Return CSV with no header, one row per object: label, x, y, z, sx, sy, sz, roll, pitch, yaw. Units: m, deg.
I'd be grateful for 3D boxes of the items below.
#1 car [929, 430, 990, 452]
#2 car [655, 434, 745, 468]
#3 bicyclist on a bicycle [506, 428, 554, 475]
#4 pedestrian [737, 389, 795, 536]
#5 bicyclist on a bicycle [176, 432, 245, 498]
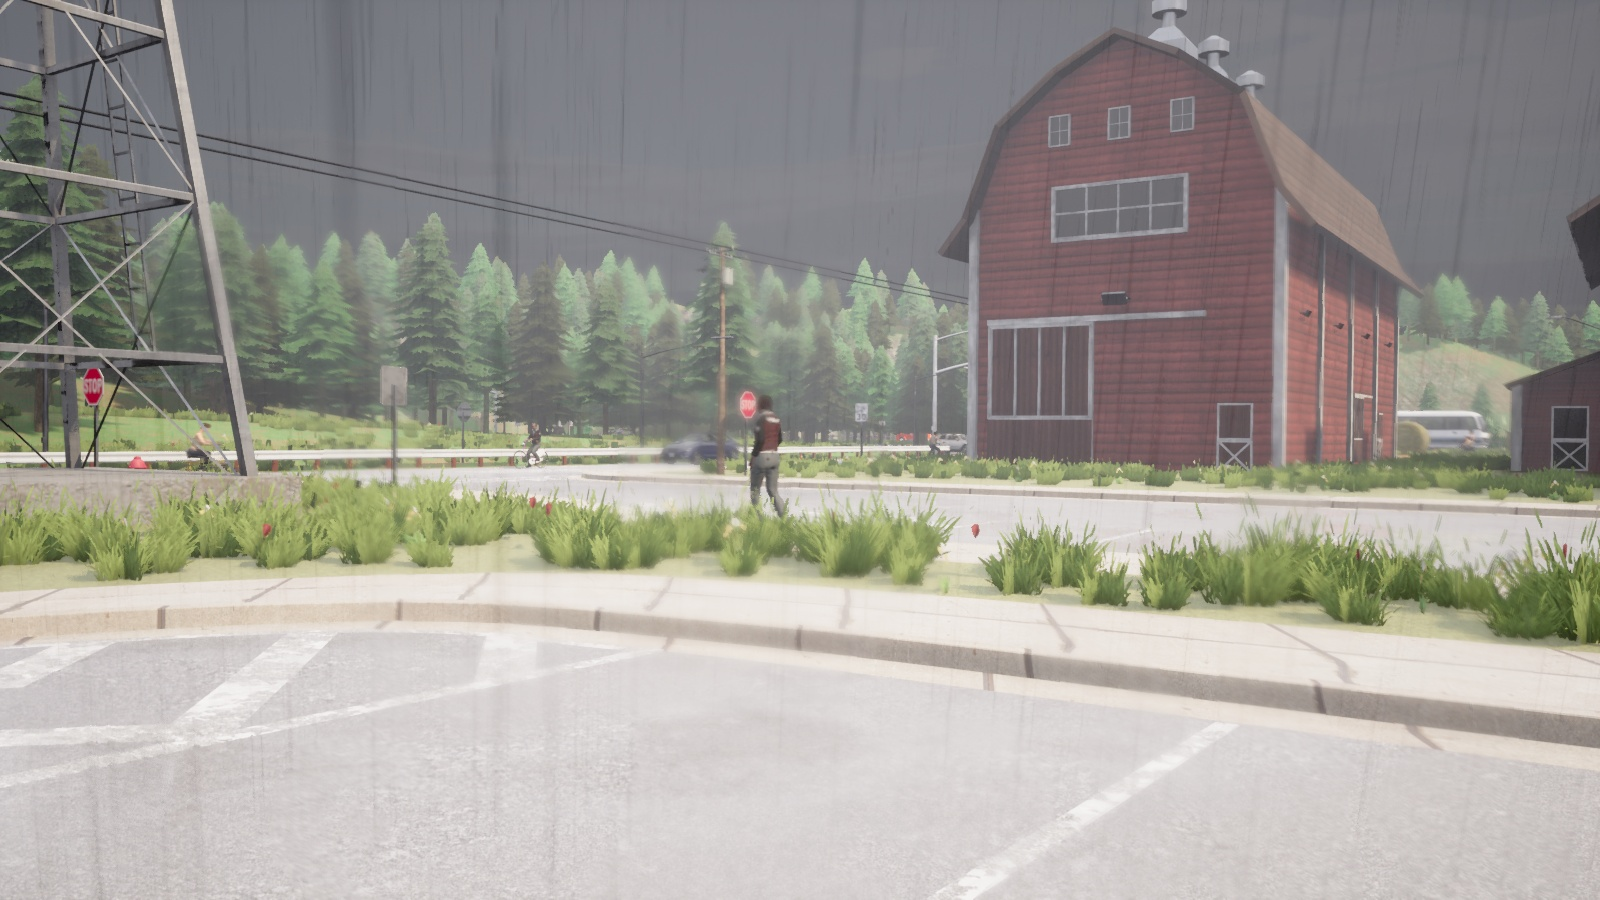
car,11.369,-0.650,89.543,3.806,1.475,1.970,0,1,35
car,-4.494,0.009,56.901,1.816,1.474,4.193,0,1,34
bicyclist on a bicycle,-10.356,0.037,48.266,0.659,1.776,1.843,0,1,34
pedestrian,-0.455,0.162,16.780,0.402,1.930,0.666,-1,1,-45
bicyclist on a bicycle,-15.100,0.365,32.192,1.509,1.612,0.866,-1,3,-21
